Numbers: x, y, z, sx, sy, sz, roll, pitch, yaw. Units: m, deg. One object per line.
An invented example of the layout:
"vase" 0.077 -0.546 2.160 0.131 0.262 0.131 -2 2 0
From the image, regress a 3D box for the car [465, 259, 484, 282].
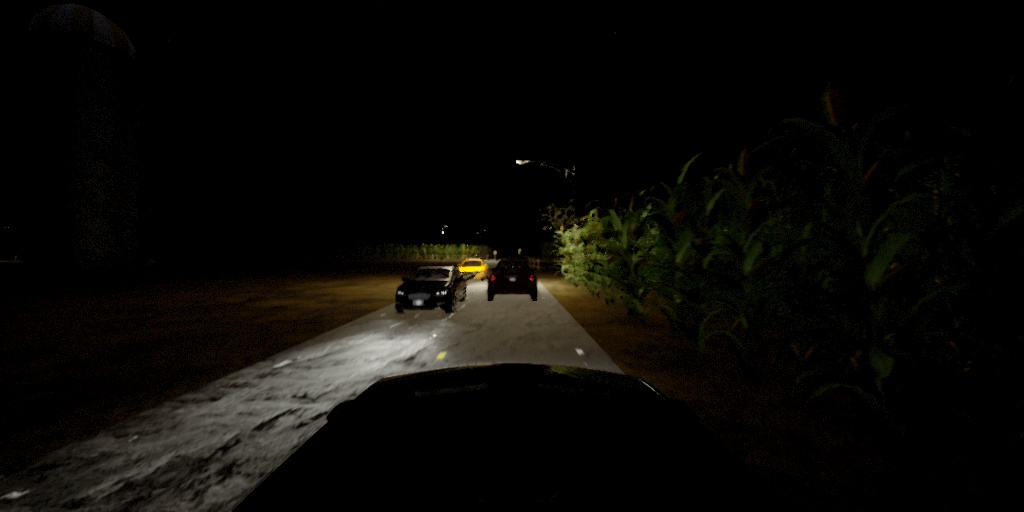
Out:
"car" -2.796 0.956 26.113 1.882 1.535 5.008 0 1 0

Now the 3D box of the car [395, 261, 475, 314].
"car" -2.791 1.114 13.221 2.128 1.511 4.902 0 1 1

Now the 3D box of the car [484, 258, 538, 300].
"car" 0.035 0.936 16.589 2.097 1.767 4.553 0 1 1
